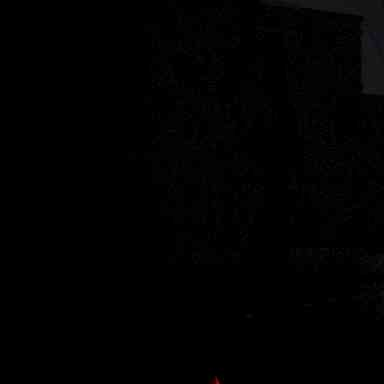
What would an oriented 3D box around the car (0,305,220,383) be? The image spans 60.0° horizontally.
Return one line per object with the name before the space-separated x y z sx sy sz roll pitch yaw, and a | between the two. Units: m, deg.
car | -1.782 1.581 2.069 4.181 1.385 1.994 1 -1 -31
